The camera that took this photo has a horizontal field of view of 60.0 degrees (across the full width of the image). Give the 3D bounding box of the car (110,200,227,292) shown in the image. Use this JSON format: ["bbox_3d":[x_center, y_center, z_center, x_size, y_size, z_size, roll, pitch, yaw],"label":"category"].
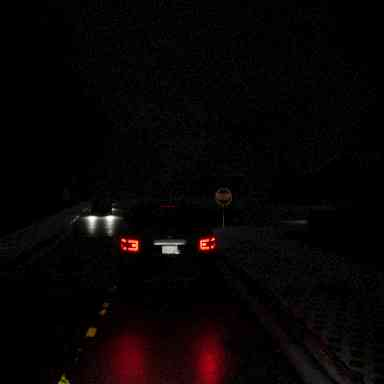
[{"bbox_3d":[-0.750,1.219,9.185,2.150,2.045,5.566,0,0,-7],"label":"car"}]

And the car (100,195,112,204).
[{"bbox_3d":[-15.208,1.252,59.017,1.837,1.490,4.892,1,0,-12],"label":"car"}]

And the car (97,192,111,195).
[{"bbox_3d":[-11.694,1.005,44.236,2.150,2.045,5.566,1,0,-14],"label":"car"}]

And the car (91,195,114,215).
[{"bbox_3d":[-8.766,1.333,32.429,1.882,1.535,5.008,1,0,-14],"label":"car"}]

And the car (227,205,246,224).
[{"bbox_3d":[1.571,1.613,25.094,5.008,1.535,1.882,1,-2,-4],"label":"car"}]

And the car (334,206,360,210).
[{"bbox_3d":[12.570,1.835,27.086,4.674,1.442,1.812,1,-3,-14],"label":"car"}]
